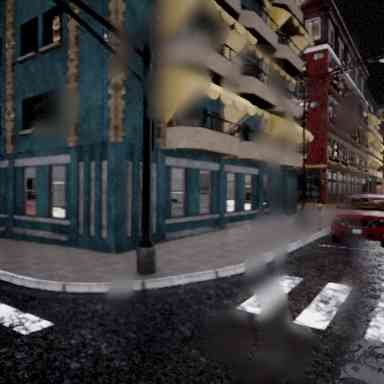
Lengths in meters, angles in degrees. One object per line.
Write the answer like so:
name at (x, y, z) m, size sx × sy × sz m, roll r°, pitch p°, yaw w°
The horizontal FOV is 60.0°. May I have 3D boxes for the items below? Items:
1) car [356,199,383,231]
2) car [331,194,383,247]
car at (10.454, 1.181, 18.318) m, size 1.887 × 1.381 × 4.507 m, roll 2°, pitch 2°, yaw 35°
car at (7.254, 1.032, 13.755) m, size 2.192 × 1.841 × 5.009 m, roll 2°, pitch 2°, yaw 35°
